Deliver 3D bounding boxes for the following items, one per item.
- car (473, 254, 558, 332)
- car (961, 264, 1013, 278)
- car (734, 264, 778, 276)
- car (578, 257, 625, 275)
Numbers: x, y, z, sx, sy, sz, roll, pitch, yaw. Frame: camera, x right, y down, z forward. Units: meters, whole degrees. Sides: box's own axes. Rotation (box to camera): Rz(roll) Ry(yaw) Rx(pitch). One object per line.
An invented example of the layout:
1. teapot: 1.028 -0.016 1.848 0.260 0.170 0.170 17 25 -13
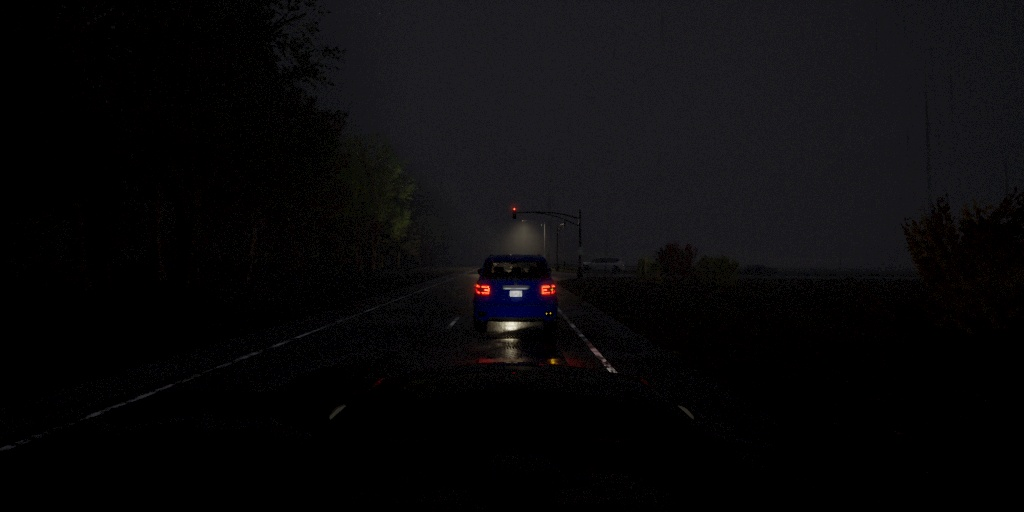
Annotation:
1. car: 0.090 0.974 11.059 2.150 2.045 5.566 0 0 0
2. car: 52.069 1.880 38.649 4.181 1.385 1.994 1 -1 1
3. car: 28.295 1.664 42.359 5.357 1.411 2.033 1 -1 0
4. car: 10.667 1.155 42.911 5.566 2.045 2.150 1 -1 7
